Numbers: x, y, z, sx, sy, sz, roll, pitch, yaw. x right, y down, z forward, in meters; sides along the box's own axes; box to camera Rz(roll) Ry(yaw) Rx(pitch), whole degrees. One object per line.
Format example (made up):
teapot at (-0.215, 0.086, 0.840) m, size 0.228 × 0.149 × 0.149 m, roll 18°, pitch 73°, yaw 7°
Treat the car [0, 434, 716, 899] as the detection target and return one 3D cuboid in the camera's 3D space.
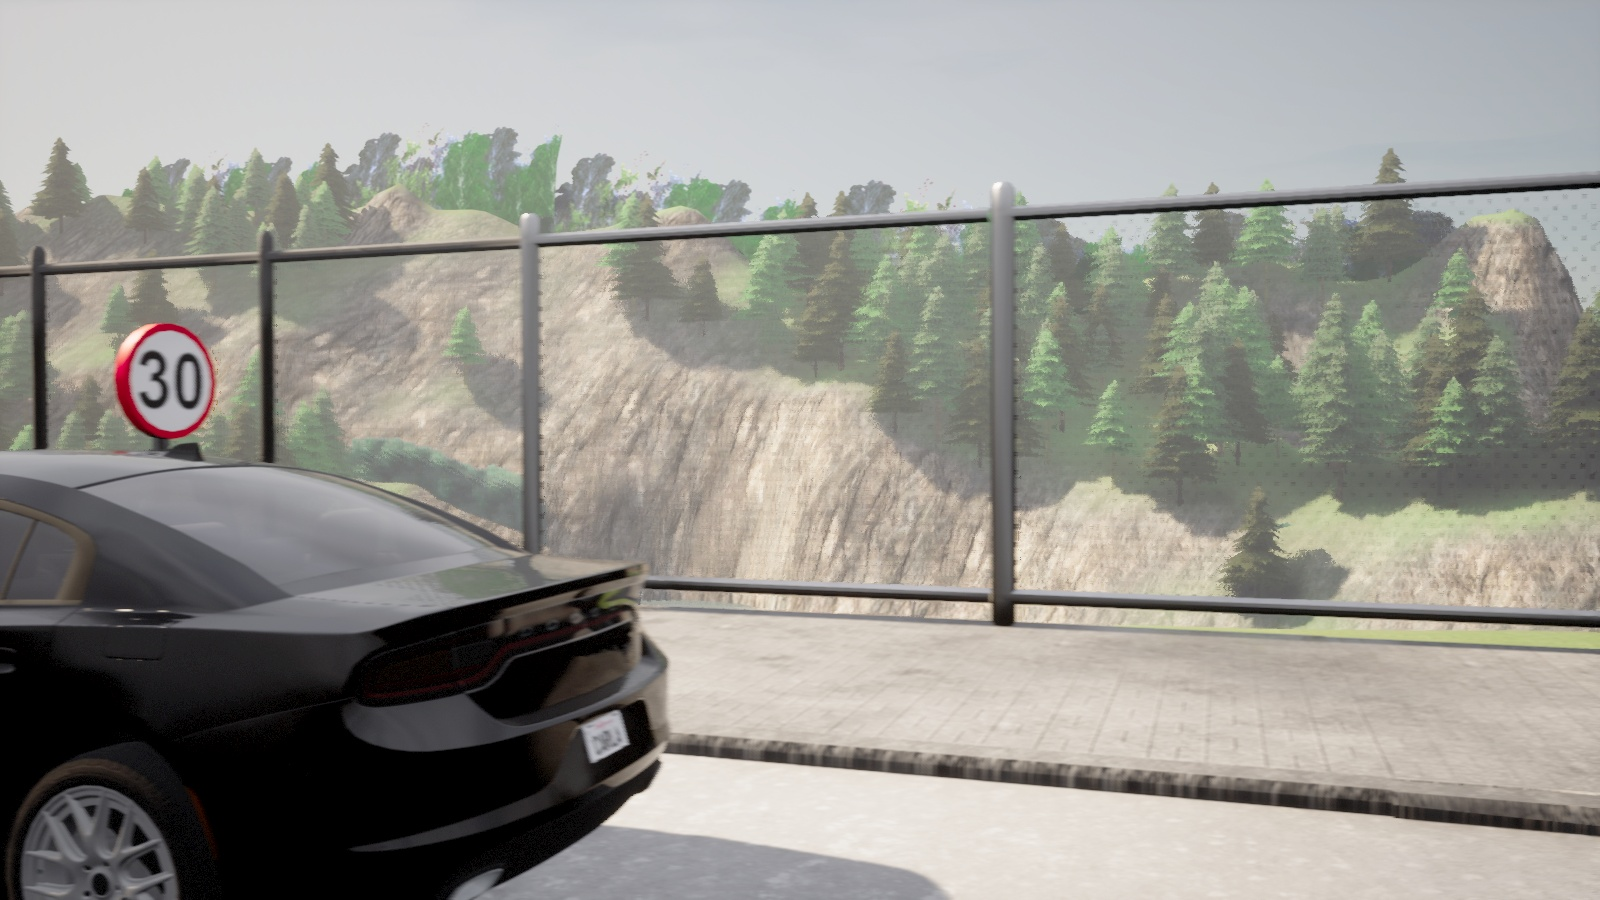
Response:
car at (-2.998, 0.716, 4.728) m, size 5.008 × 1.535 × 1.882 m, roll 1°, pitch 1°, yaw 19°
